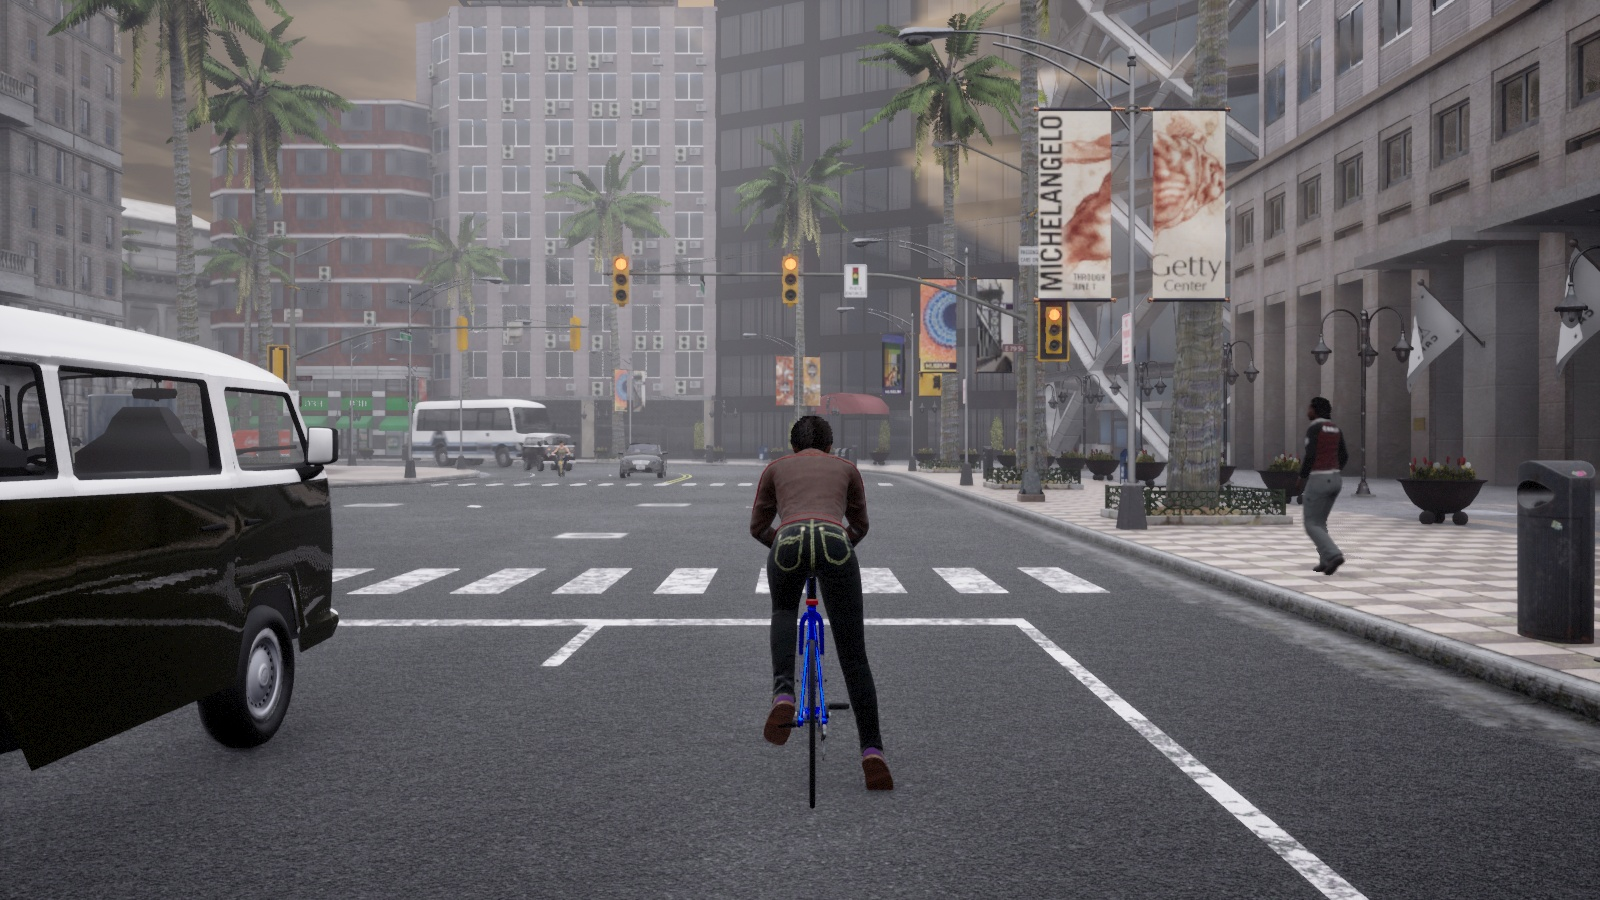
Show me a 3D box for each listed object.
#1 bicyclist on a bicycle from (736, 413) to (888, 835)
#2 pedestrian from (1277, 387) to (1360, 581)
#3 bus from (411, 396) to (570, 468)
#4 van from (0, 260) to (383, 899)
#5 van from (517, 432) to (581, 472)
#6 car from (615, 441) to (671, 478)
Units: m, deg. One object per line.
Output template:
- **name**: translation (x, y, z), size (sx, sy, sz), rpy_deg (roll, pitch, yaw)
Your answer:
- **bicyclist on a bicycle**: translation (0.052, 0.667, 5.656), size (0.582, 1.620, 1.656), rpy_deg (0, 0, 0)
- **pedestrian**: translation (5.305, 0.335, 12.859), size (0.402, 1.930, 0.666), rpy_deg (0, 0, -32)
- **bus**: translation (-19.686, -1.094, 79.500), size (10.273, 4.253, 3.944), rpy_deg (0, 0, 35)
- **van**: translation (-3.447, 0.439, 5.000), size (2.069, 2.038, 4.480), rpy_deg (0, 0, 0)
- **van**: translation (-13.244, 0.086, 66.154), size (2.069, 2.038, 4.480), rpy_deg (0, 0, -28)
- **car**: translation (-6.750, 0.391, 54.298), size (2.128, 1.511, 4.902), rpy_deg (0, 0, -4)
